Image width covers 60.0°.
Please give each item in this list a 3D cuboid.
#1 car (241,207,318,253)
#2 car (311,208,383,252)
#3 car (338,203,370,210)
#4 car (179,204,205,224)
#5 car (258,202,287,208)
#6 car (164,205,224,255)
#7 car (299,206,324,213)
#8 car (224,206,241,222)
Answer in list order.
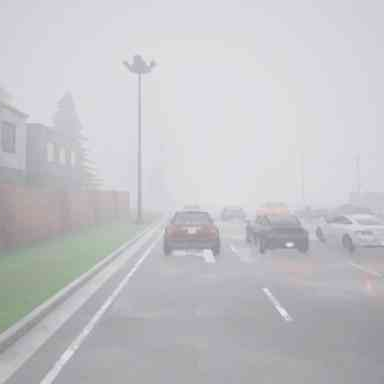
[{"bbox_3d":[3.500,1.641,14.311,1.837,1.490,4.892,0,0,0],"label":"car"},{"bbox_3d":[7.001,1.660,14.388,1.812,1.442,4.674,0,0,0],"label":"car"},{"bbox_3d":[13.997,1.779,29.311,1.837,1.490,4.892,0,0,0],"label":"car"},{"bbox_3d":[-0.007,1.816,28.992,2.033,1.411,5.357,0,0,0],"label":"car"},{"bbox_3d":[6.995,1.620,29.091,2.097,1.767,4.553,0,-1,0],"label":"car"},{"bbox_3d":[-0.002,1.481,14.089,2.097,1.767,4.553,0,-1,0],"label":"car"},{"bbox_3d":[10.494,1.871,29.111,1.895,1.301,4.718,0,0,0],"label":"car"},{"bbox_3d":[3.494,1.871,29.110,1.895,1.301,4.718,0,0,0],"label":"car"}]
